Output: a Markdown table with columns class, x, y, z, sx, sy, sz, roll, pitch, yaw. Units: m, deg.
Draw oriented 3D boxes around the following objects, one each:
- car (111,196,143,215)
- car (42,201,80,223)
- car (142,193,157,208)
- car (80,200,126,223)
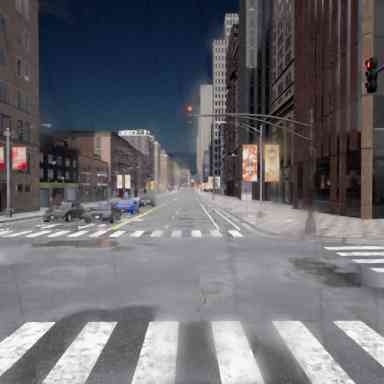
| class | x | y | z | sx | sy | sz | roll | pitch | yaw |
| --- | --- | --- | --- | --- | --- | --- | --- | --- | --- |
| car | -6.600 | 1.483 | 34.107 | 1.882 | 1.535 | 5.008 | 0 | 0 | 0 |
| car | -9.852 | 1.506 | 25.846 | 1.837 | 1.490 | 4.892 | 0 | 1 | 0 |
| car | -6.582 | 1.222 | 49.618 | 2.150 | 2.045 | 5.566 | 0 | 1 | 0 |
| car | -6.606 | 1.567 | 25.112 | 1.994 | 1.385 | 4.181 | 0 | 0 | -1 |
